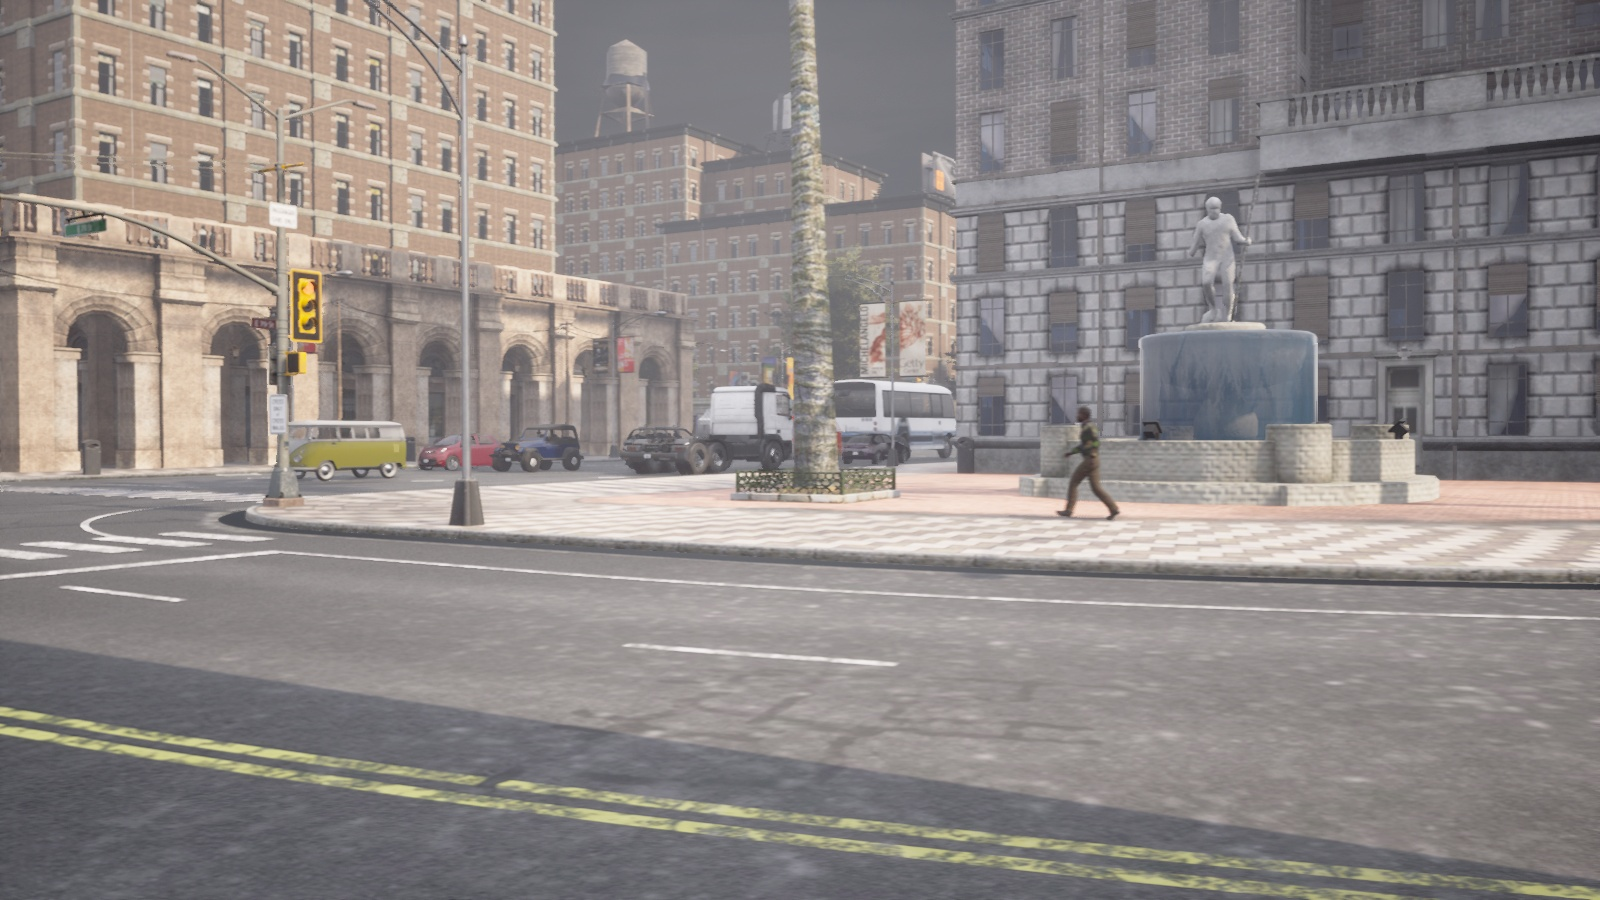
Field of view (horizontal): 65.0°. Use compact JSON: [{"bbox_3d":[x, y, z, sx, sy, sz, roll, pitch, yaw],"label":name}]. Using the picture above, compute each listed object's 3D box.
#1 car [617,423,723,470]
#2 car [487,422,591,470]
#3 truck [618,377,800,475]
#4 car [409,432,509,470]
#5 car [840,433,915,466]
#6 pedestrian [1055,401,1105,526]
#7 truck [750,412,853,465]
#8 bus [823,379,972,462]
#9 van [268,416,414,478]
[{"bbox_3d":[-5.309,-0.161,51.916,1.932,1.855,4.605,1,1,32],"label":"car"},{"bbox_3d":[-10.422,-0.178,50.332,1.905,1.878,3.866,1,1,33],"label":"car"},{"bbox_3d":[-3.328,-0.900,48.491,2.891,3.462,7.936,1,1,32],"label":"truck"},{"bbox_3d":[-13.916,0.009,51.390,1.845,1.501,3.633,1,1,32],"label":"car"},{"bbox_3d":[3.726,-0.047,59.807,1.816,1.474,4.193,1,1,32],"label":"car"},{"bbox_3d":[4.421,0.203,19.811,0.692,1.930,0.395,1,1,22],"label":"pedestrian"},{"bbox_3d":[0.126,-0.574,60.622,2.627,2.467,5.204,1,1,32],"label":"truck"},{"bbox_3d":[5.603,-1.576,69.541,3.944,4.253,10.273,1,1,31],"label":"bus"},{"bbox_3d":[-15.407,-0.122,42.375,1.775,1.987,4.442,1,1,32],"label":"van"}]
